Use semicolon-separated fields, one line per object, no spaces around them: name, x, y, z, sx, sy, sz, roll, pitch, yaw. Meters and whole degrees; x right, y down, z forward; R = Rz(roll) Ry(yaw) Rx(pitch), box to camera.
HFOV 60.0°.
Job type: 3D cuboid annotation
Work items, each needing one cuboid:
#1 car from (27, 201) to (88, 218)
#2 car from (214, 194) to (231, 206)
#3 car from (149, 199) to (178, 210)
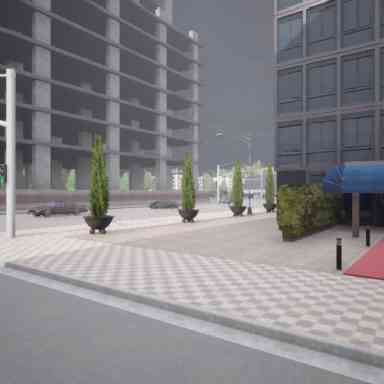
car;-12.334;1.547;30.894;2.033;1.411;5.357;0;0;36
car;6.421;1.458;56.529;2.033;1.411;5.357;0;0;36
car;-3.631;1.563;42.858;1.994;1.385;4.181;0;0;36
